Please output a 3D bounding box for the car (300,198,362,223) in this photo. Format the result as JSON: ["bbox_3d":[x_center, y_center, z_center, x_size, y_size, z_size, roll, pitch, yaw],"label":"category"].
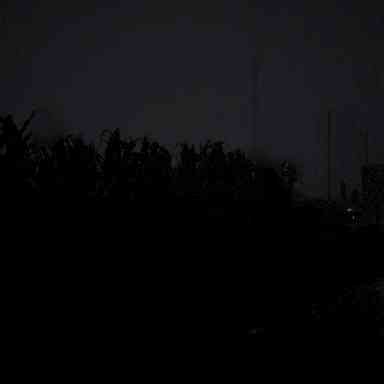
[{"bbox_3d":[10.515,1.294,24.955,2.097,1.767,4.553,0,0,-36],"label":"car"}]
